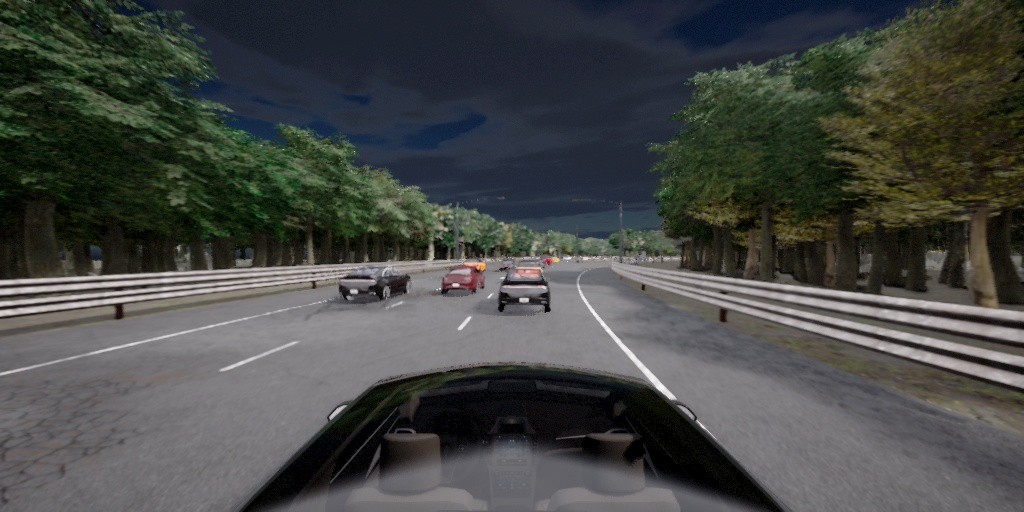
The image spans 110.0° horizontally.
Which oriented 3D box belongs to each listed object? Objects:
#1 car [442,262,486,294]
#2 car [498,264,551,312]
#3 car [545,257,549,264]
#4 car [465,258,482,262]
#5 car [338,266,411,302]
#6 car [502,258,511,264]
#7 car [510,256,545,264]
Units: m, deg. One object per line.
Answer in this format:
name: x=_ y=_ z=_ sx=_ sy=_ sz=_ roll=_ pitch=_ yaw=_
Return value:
car: x=-2.629 y=1.273 z=19.968 sx=1.812 sy=1.442 sz=4.674 roll=0 pitch=0 yaw=3
car: x=0.507 y=1.245 z=14.259 sx=2.128 sy=1.511 sz=4.902 roll=0 pitch=0 yaw=2
car: x=4.311 y=1.250 z=56.539 sx=2.033 sy=1.411 sz=5.357 roll=0 pitch=0 yaw=8
car: x=-4.403 y=1.062 z=42.166 sx=2.097 sy=1.767 sz=4.553 roll=0 pitch=0 yaw=6
car: x=-6.317 y=1.229 z=17.080 sx=2.128 sy=1.511 sz=4.902 roll=0 pitch=0 yaw=3
car: x=-0.399 y=1.270 z=47.324 sx=2.033 sy=1.411 sz=5.357 roll=0 pitch=0 yaw=7
car: x=1.256 y=1.106 z=27.348 sx=2.097 sy=1.767 sz=4.553 roll=0 pitch=0 yaw=4
